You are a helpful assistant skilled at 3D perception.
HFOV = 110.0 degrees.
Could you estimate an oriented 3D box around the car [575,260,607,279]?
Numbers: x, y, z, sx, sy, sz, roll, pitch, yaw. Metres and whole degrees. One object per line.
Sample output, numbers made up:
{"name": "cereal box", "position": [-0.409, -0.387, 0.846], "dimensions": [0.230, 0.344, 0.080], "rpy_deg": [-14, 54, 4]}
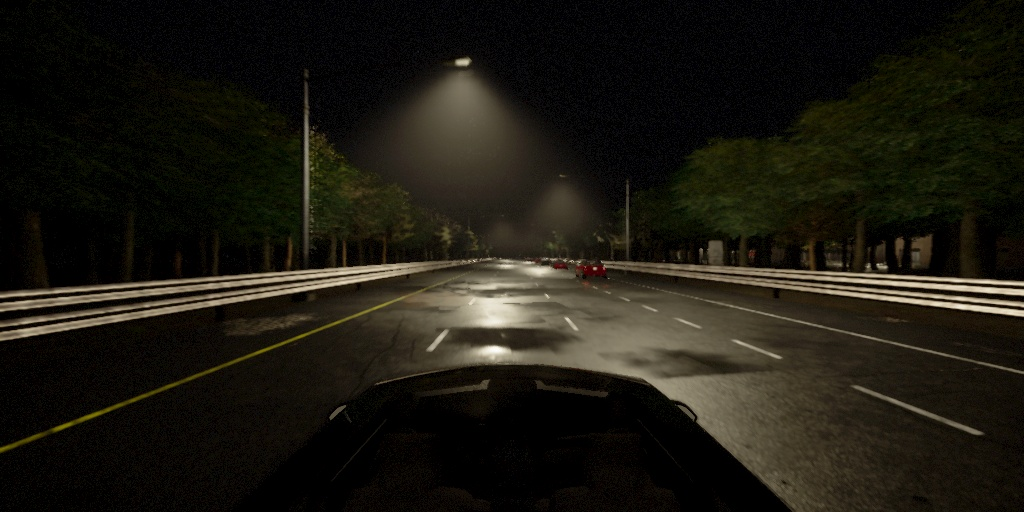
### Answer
{"name": "car", "position": [7.003, 1.112, 32.353], "dimensions": [2.097, 1.767, 4.553], "rpy_deg": [0, 0, 0]}

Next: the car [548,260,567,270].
{"name": "car", "position": [7.006, 1.338, 53.424], "dimensions": [1.994, 1.385, 4.181], "rpy_deg": [0, 0, 0]}
